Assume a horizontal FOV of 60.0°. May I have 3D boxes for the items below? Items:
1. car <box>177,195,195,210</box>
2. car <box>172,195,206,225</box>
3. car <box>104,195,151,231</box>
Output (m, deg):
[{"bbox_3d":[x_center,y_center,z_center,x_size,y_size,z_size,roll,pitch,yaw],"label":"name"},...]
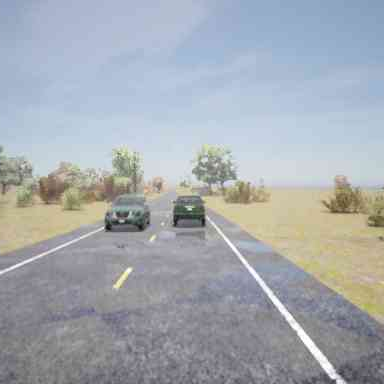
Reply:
[{"bbox_3d":[-0.831,1.291,41.806,2.097,1.767,4.553,0,0,-2],"label":"car"},{"bbox_3d":[-0.219,1.194,23.899,2.150,2.045,5.566,0,0,-1],"label":"car"},{"bbox_3d":[-3.843,1.200,20.710,2.150,2.045,5.566,0,0,-1],"label":"car"}]
